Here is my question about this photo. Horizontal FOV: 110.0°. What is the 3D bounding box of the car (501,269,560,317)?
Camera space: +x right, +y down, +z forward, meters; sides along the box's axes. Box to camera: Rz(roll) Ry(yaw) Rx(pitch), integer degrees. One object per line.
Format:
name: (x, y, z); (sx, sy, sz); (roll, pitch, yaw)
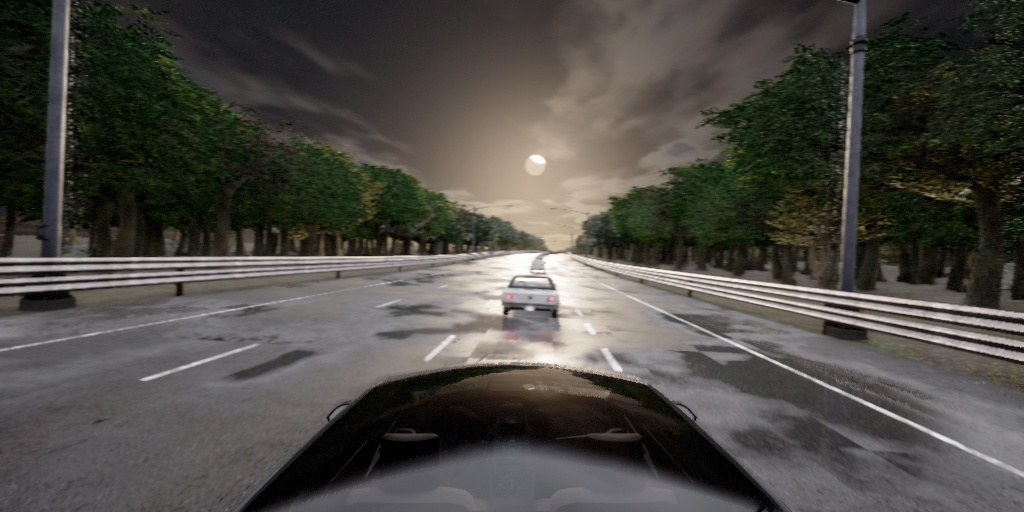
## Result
car: (0.740, 1.349, 13.396); (1.895, 1.301, 4.718); (3, 0, 4)

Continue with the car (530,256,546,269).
car: (3.083, 1.146, 43.215); (1.812, 1.442, 4.674); (3, 1, 4)
